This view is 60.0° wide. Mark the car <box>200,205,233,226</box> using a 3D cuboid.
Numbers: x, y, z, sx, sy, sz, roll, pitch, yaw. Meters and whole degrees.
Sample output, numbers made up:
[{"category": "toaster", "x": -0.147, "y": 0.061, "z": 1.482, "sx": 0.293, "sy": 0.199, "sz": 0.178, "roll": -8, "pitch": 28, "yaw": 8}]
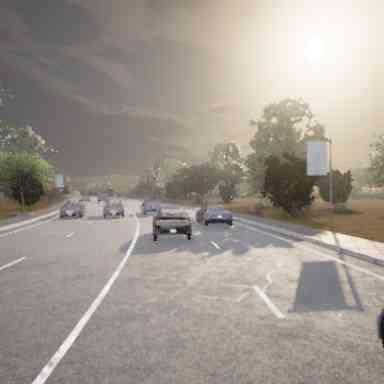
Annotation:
[{"category": "car", "x": 1.494, "y": 1.585, "z": 23.642, "sx": 1.994, "sy": 1.385, "sz": 4.181, "roll": 0, "pitch": 0, "yaw": -9}]

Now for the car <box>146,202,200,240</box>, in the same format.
[{"category": "car", "x": -1.109, "y": 1.511, "z": 17.151, "sx": 2.128, "sy": 1.511, "sz": 4.902, "roll": 0, "pitch": 0, "yaw": -6}]

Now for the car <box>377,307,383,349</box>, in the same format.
[{"category": "car", "x": 3.468, "y": 1.519, "z": 2.615, "sx": 1.812, "sy": 1.442, "sz": 4.674, "roll": 0, "pitch": 0, "yaw": -1}]

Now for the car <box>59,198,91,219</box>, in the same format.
[{"category": "car", "x": -10.471, "y": 1.536, "z": 29.511, "sx": 2.128, "sy": 1.511, "sz": 4.902, "roll": 0, "pitch": 0, "yaw": -12}]

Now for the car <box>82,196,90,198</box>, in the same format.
[{"category": "car", "x": -22.110, "y": 1.539, "z": 69.188, "sx": 1.837, "sy": 1.490, "sz": 4.892, "roll": 0, "pitch": 0, "yaw": -19}]

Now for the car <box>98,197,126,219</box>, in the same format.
[{"category": "car", "x": -6.983, "y": 1.533, "z": 29.925, "sx": 2.128, "sy": 1.511, "sz": 4.902, "roll": 0, "pitch": 0, "yaw": -12}]

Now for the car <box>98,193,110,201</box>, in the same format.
[{"category": "car", "x": -18.518, "y": 1.305, "z": 69.493, "sx": 2.150, "sy": 2.045, "sz": 5.566, "roll": 0, "pitch": 0, "yaw": -19}]

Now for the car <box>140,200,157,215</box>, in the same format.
[{"category": "car", "x": -4.376, "y": 1.590, "z": 35.298, "sx": 2.033, "sy": 1.411, "sz": 5.357, "roll": 0, "pitch": 0, "yaw": -14}]
